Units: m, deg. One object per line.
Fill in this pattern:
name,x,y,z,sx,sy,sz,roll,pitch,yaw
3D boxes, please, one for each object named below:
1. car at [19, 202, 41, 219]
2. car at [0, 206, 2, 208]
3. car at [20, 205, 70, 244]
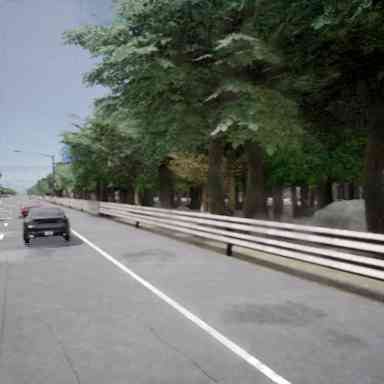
car,-14.484,1.593,30.205,1.812,1.442,4.674,0,0,-27
car,-17.183,1.589,27.808,1.837,1.490,4.892,0,0,-27
car,-6.946,1.493,15.700,1.837,1.490,4.892,-1,-1,-27
